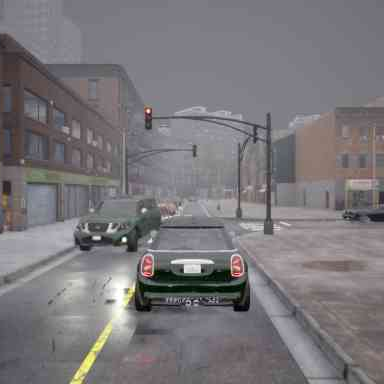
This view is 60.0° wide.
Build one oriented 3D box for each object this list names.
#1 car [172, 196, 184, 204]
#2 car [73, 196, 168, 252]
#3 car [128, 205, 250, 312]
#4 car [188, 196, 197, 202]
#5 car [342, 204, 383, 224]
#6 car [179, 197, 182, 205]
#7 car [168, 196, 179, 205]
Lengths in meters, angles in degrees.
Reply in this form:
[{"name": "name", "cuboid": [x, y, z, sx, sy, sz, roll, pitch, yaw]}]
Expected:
[{"name": "car", "cuboid": [-2.686, 1.589, 64.029, 2.033, 1.411, 5.357, 0, 0, 1]}, {"name": "car", "cuboid": [-2.861, 1.221, 14.127, 2.150, 2.045, 5.566, -1, 0, 9]}, {"name": "car", "cuboid": [0.022, 1.352, 7.888, 2.097, 1.767, 4.553, 0, 0, 0]}, {"name": "car", "cuboid": [0.133, 1.612, 75.555, 1.994, 1.385, 4.181, 0, 0, 0]}, {"name": "car", "cuboid": [13.099, 1.521, 23.219, 4.718, 1.301, 1.895, 0, 0, 0]}, {"name": "car", "cuboid": [-2.776, 1.563, 43.349, 2.033, 1.411, 5.357, 0, 0, 0]}, {"name": "car", "cuboid": [-2.792, 1.359, 33.880, 2.097, 1.767, 4.553, 0, 0, 0]}]
